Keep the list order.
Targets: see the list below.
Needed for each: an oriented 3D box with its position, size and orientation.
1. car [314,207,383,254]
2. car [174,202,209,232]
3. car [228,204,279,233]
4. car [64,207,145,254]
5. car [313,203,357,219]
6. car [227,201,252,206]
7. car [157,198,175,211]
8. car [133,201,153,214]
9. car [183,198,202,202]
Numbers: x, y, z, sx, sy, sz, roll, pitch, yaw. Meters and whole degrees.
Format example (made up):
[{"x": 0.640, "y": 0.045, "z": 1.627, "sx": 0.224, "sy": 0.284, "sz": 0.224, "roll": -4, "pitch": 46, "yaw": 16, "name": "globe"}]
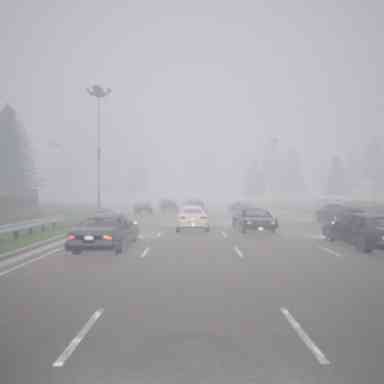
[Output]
[{"x": 7.097, "y": 1.561, "z": 13.511, "sx": 2.033, "sy": 1.411, "sz": 5.357, "roll": 0, "pitch": 0, "yaw": 0, "name": "car"}, {"x": -0.041, "y": 1.547, "z": 20.194, "sx": 1.812, "sy": 1.442, "sz": 4.674, "roll": 0, "pitch": 0, "yaw": -3, "name": "car"}, {"x": 3.513, "y": 1.621, "z": 19.525, "sx": 1.895, "sy": 1.301, "sz": 4.718, "roll": 0, "pitch": 0, "yaw": -2, "name": "car"}, {"x": -3.401, "y": 1.562, "z": 13.458, "sx": 2.033, "sy": 1.411, "sz": 5.357, "roll": 0, "pitch": 0, "yaw": 0, "name": "car"}, {"x": 10.287, "y": 1.529, "z": 23.507, "sx": 1.837, "sy": 1.490, "sz": 4.892, "roll": 1, "pitch": 0, "yaw": -4, "name": "car"}, {"x": 5.294, "y": 1.638, "z": 35.733, "sx": 1.895, "sy": 1.301, "sz": 4.718, "roll": 0, "pitch": 0, "yaw": -11, "name": "car"}, {"x": -3.138, "y": 1.548, "z": 40.956, "sx": 1.837, "sy": 1.490, "sz": 4.892, "roll": 1, "pitch": 0, "yaw": -15, "name": "car"}, {"x": -5.363, "y": 1.638, "z": 35.697, "sx": 1.895, "sy": 1.301, "sz": 4.718, "roll": 0, "pitch": 0, "yaw": -13, "name": "car"}, {"x": 0.046, "y": 1.522, "z": 42.573, "sx": 1.882, "sy": 1.535, "sz": 5.008, "roll": 0, "pitch": 0, "yaw": -16, "name": "car"}]
